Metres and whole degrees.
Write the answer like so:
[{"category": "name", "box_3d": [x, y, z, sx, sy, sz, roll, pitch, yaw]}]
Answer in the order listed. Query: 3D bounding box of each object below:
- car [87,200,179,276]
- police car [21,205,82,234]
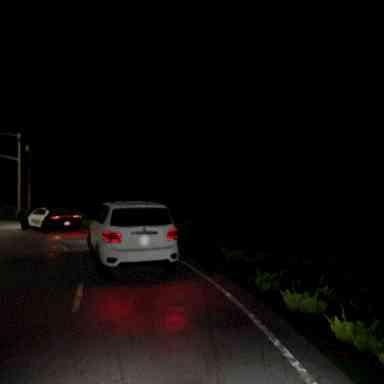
[{"category": "car", "box_3d": [-2.114, 1.277, 10.886, 2.150, 2.045, 5.566, 0, 0, -20]}, {"category": "police car", "box_3d": [-8.789, 1.614, 20.445, 4.974, 1.542, 2.038, 0, 0, 43]}]
